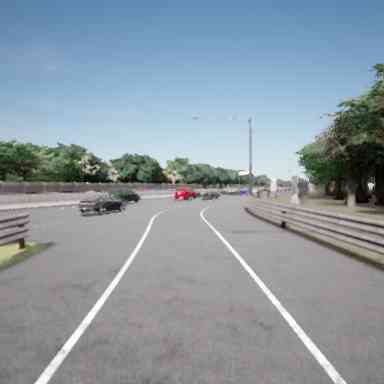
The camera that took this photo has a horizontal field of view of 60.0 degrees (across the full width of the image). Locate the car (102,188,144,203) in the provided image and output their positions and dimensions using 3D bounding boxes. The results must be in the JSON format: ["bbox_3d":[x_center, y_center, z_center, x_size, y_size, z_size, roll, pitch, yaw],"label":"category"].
[{"bbox_3d":[-8.929,0.541,43.454,2.150,2.045,5.566,0,1,21],"label":"car"}]

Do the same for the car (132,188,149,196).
[{"bbox_3d":[-13.796,-0.150,89.666,2.150,2.045,5.566,0,1,21],"label":"car"}]

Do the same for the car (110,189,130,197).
[{"bbox_3d":[-15.996,0.248,73.971,2.097,1.767,4.553,0,1,21],"label":"car"}]

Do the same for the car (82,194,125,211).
[{"bbox_3d":[-8.893,1.000,33.754,1.812,1.442,4.674,0,1,21],"label":"car"}]

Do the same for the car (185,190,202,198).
[{"bbox_3d":[0.328,0.386,67.674,1.812,1.442,4.674,0,1,21],"label":"car"}]

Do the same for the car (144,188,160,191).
[{"bbox_3d":[-9.455,0.357,71.476,1.882,1.535,5.008,0,1,21],"label":"car"}]

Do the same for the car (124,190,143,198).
[{"bbox_3d":[-12.730,0.410,72.711,1.812,1.442,4.674,0,1,21],"label":"car"}]

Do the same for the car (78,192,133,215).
[{"bbox_3d":[-7.404,1.047,27.849,2.128,1.511,4.902,0,1,21],"label":"car"}]

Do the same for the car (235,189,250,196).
[{"bbox_3d":[12.541,0.040,80.150,1.882,1.535,5.008,0,1,21],"label":"car"}]

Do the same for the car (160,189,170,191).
[{"bbox_3d":[-7.116,-0.039,87.540,2.097,1.767,4.553,0,1,21],"label":"car"}]

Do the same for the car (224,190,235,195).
[{"bbox_3d":[10.339,0.112,84.223,1.895,1.301,4.718,0,1,21],"label":"car"}]

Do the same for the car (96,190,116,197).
[{"bbox_3d":[-19.389,0.406,74.892,1.837,1.490,4.892,0,1,21],"label":"car"}]

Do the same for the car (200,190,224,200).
[{"bbox_3d":[3.311,0.530,55.848,1.837,1.490,4.892,0,1,21],"label":"car"}]

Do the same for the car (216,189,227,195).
[{"bbox_3d":[7.771,0.042,87.330,1.994,1.385,4.181,0,1,21],"label":"car"}]

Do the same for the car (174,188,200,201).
[{"bbox_3d":[-1.014,0.304,54.337,2.150,2.045,5.566,0,1,21],"label":"car"}]

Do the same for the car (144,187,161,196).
[{"bbox_3d":[-10.413,-0.161,88.716,2.150,2.045,5.566,0,1,21],"label":"car"}]
